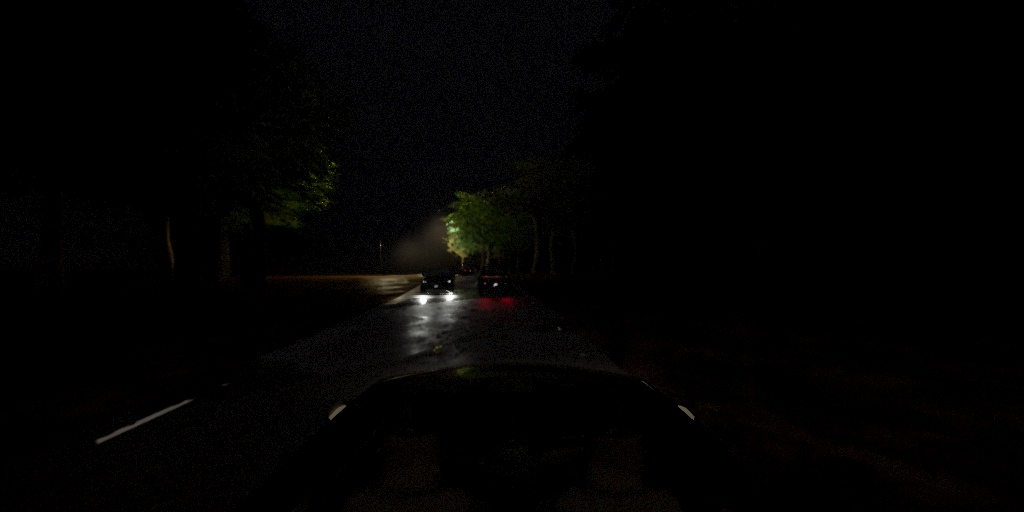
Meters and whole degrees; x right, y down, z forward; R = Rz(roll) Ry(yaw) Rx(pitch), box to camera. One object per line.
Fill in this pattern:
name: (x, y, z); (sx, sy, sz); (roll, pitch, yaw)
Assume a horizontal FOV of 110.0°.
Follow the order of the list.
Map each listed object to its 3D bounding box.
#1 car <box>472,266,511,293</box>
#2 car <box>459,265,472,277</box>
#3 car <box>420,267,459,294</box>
car: (-1.165, 1.351, 21.582); (2.128, 1.511, 4.902); (0, -1, -7)
car: (-5.751, 1.902, 46.033); (2.033, 1.411, 5.357); (-1, -2, -16)
car: (-4.398, 1.414, 21.841); (1.812, 1.442, 4.674); (0, -1, -7)
